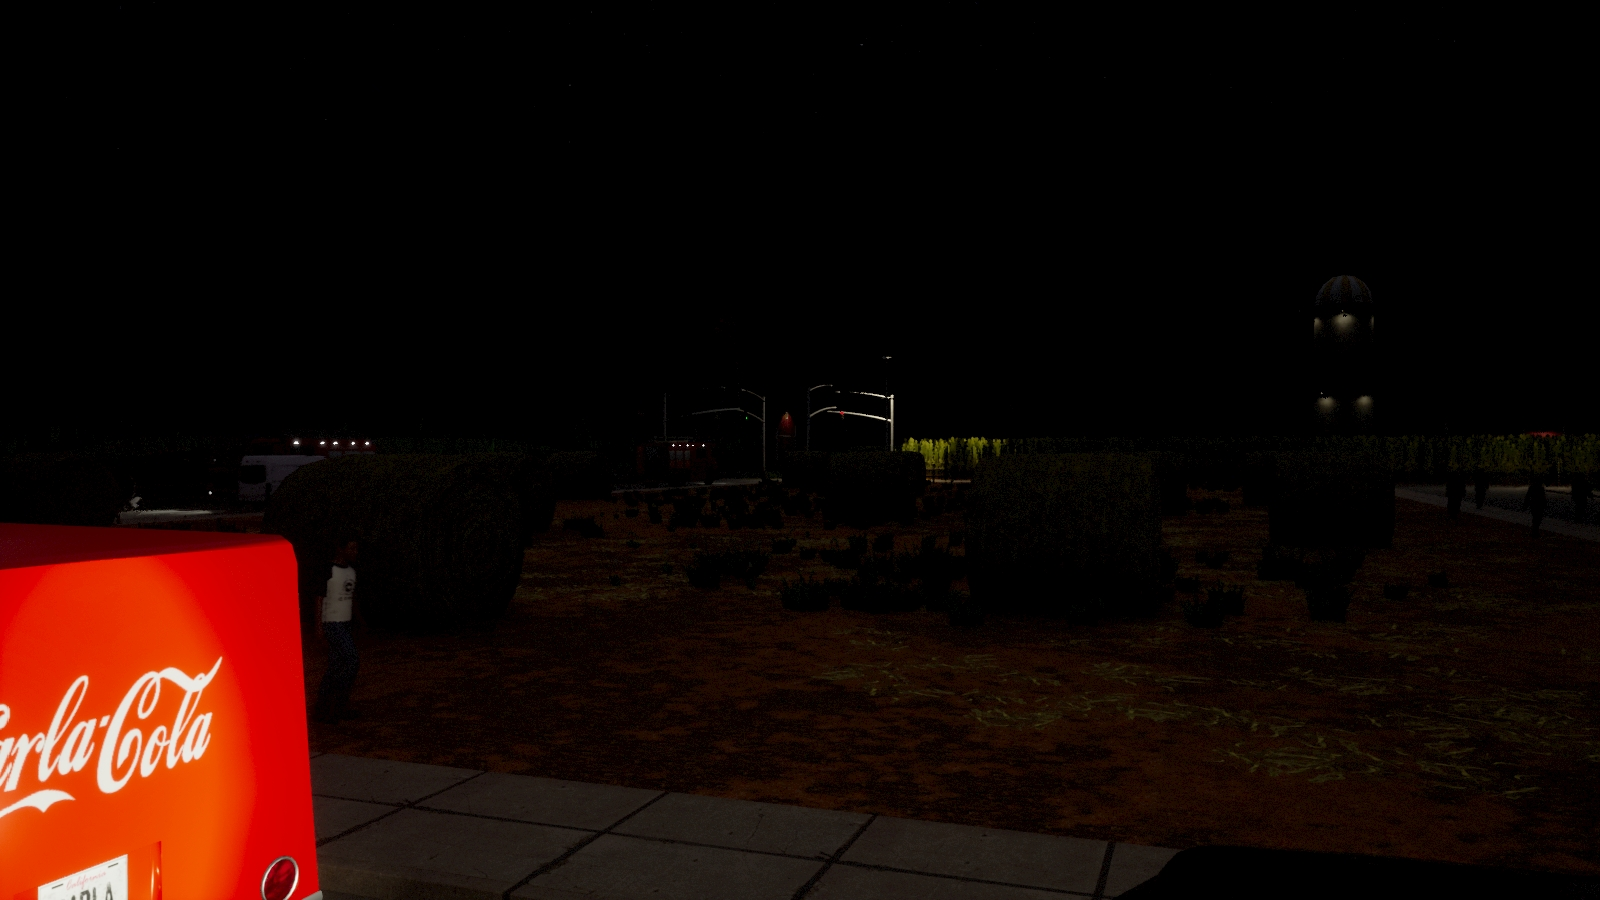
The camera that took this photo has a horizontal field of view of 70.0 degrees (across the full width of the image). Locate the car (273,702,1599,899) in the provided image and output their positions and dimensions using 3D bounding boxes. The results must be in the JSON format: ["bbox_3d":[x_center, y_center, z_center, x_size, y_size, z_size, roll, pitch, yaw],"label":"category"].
[{"bbox_3d":[1.269,1.906,2.870,4.553,1.767,2.097,0,0,20],"label":"car"}]

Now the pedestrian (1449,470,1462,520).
[{"bbox_3d":[24.289,1.666,42.355,0.375,1.860,0.375,0,0,21],"label":"pedestrian"}]

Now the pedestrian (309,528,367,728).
[{"bbox_3d":[-4.440,1.690,10.981,0.375,1.860,0.375,0,0,11],"label":"pedestrian"}]

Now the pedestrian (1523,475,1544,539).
[{"bbox_3d":[21.475,1.666,33.456,0.375,1.860,0.375,0,0,-5],"label":"pedestrian"}]

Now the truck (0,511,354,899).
[{"bbox_3d":[-5.033,1.572,5.132,5.204,2.467,2.627,0,0,20],"label":"truck"}]

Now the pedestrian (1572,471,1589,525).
[{"bbox_3d":[27.164,1.664,39.769,0.375,1.860,0.375,0,0,19],"label":"pedestrian"}]
